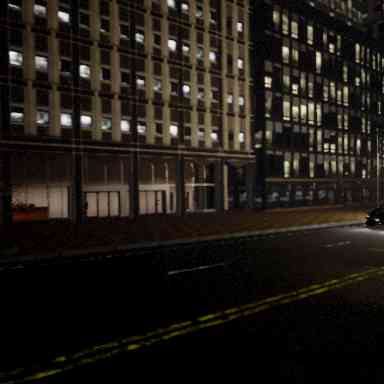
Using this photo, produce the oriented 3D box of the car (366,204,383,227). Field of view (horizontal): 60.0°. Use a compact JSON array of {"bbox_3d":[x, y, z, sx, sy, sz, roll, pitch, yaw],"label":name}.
[{"bbox_3d":[12.763,1.399,20.777,4.892,1.490,1.837,0,0,-35],"label":"car"}]
